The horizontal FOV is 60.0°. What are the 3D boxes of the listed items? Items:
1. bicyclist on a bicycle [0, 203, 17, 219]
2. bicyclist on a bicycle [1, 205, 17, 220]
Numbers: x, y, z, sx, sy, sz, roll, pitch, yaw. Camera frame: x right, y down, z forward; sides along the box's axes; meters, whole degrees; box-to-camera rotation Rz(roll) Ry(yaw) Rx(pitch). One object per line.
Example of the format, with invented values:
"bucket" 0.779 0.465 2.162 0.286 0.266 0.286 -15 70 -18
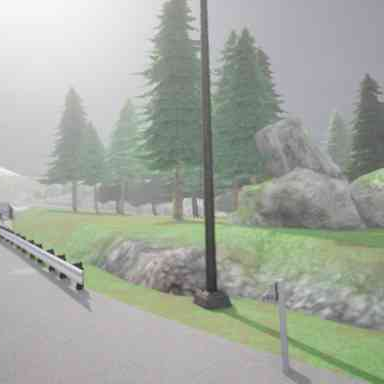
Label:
"bicyclist on a bicycle" -18.608 1.914 33.513 1.656 1.620 0.582 0 -3 -7
"bicyclist on a bicycle" -18.135 1.903 32.640 1.656 1.620 0.582 1 -1 -35
